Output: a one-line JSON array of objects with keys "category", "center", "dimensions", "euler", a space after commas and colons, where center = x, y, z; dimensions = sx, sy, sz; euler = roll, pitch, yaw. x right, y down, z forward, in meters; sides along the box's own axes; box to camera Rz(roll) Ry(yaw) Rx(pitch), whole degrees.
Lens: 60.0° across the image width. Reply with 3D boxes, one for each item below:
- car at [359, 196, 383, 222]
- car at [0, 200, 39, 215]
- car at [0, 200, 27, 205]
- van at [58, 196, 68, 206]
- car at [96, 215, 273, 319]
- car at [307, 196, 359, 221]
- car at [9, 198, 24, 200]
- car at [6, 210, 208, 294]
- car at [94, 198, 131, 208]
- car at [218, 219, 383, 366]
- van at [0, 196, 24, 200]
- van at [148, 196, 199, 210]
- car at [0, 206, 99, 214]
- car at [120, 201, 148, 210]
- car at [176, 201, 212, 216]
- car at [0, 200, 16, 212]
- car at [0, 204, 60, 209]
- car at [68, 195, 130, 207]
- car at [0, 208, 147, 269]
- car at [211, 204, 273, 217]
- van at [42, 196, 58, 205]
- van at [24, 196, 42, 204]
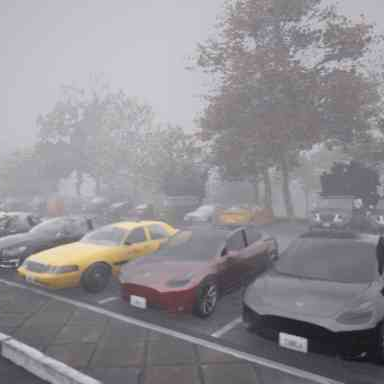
[{"category": "car", "center": [10.387, 1.245, 16.799], "dimensions": [2.435, 2.045, 5.566], "euler": [0, 0, 36]}, {"category": "car", "center": [-21.195, 1.752, 39.269], "dimensions": [1.946, 1.575, 5.366], "euler": [-1, -1, 36]}, {"category": "car", "center": [-10.842, 1.434, 15.930], "dimensions": [2.185, 1.767, 4.553], "euler": [0, 0, 36]}, {"category": "van", "center": [-9.887, 1.363, 31.525], "dimensions": [1.878, 1.987, 4.442], "euler": [0, 0, 36]}, {"category": "car", "center": [0.437, 1.538, 7.839], "dimensions": [2.163, 1.488, 4.792], "euler": [0, 0, 36]}, {"category": "car", "center": [8.137, 1.255, 18.414], "dimensions": [2.435, 2.045, 5.566], "euler": [0, 0, 36]}, {"category": "car", "center": [-16.586, 1.645, 36.195], "dimensions": [2.097, 1.535, 5.008], "euler": [-1, -1, 36]}, {"category": "car", "center": [-1.910, 1.516, 9.331], "dimensions": [1.946, 1.575, 5.366], "euler": [0, 0, 36]}, {"category": "car", "center": [-5.355, 1.567, 28.123], "dimensions": [2.097, 1.535, 5.008], "euler": [0, 0, 36]}, {"category": "car", "center": [2.693, 1.528, 6.220], "dimensions": [2.163, 1.488, 4.792], "euler": [0, 0, 36]}, {"category": "van", "center": [-18.911, 1.474, 37.713], "dimensions": [1.878, 1.987, 4.442], "euler": [-1, -1, 36]}, {"category": "van", "center": [-0.884, 1.322, 25.065], "dimensions": [1.878, 1.987, 4.442], "euler": [0, 0, 36]}, {"category": "car", "center": [-6.316, 1.541, 12.713], "dimensions": [2.231, 1.521, 4.892], "euler": [0, 0, 36]}, {"category": "car", "center": [-3.101, 1.597, 26.510], "dimensions": [2.002, 1.452, 4.674], "euler": [0, 0, 36]}, {"category": "car", "center": [1.301, 1.577, 23.357], "dimensions": [2.002, 1.452, 4.674], "euler": [0, 0, 36]}, {"category": "car", "center": [-25.592, 1.865, 42.644], "dimensions": [2.231, 1.521, 4.892], "euler": [-1, -1, 36]}, {"category": "car", "center": [-8.676, 1.547, 14.186], "dimensions": [1.946, 1.575, 5.366], "euler": [0, 0, 36]}, {"category": "car", "center": [-7.720, 1.327, 29.792], "dimensions": [2.435, 2.045, 5.566], "euler": [0, 0, 36]}, {"category": "car", "center": [-4.053, 1.530, 11.105], "dimensions": [2.231, 1.521, 4.892], "euler": [0, 0, 36]}, {"category": "car", "center": [3.648, 1.526, 21.663], "dimensions": [2.097, 1.535, 5.008], "euler": [0, 0, 36]}, {"category": "van", "center": [-12.036, 1.372, 33.067], "dimensions": [1.878, 1.987, 4.442], "euler": [0, 0, 36]}, {"category": "van", "center": [-14.530, 1.383, 34.570], "dimensions": [1.878, 1.987, 4.442], "euler": [-1, 0, 36]}]
